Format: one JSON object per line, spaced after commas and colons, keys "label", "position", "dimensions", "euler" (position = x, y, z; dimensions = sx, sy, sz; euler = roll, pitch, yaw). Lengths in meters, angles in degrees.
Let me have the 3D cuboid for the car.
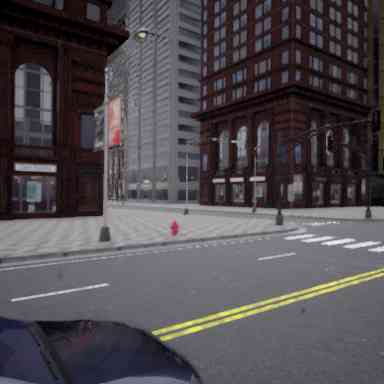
{"label": "car", "position": [-1.841, 1.564, 2.128], "dimensions": [4.181, 1.385, 1.994], "euler": [0, 0, -35]}
